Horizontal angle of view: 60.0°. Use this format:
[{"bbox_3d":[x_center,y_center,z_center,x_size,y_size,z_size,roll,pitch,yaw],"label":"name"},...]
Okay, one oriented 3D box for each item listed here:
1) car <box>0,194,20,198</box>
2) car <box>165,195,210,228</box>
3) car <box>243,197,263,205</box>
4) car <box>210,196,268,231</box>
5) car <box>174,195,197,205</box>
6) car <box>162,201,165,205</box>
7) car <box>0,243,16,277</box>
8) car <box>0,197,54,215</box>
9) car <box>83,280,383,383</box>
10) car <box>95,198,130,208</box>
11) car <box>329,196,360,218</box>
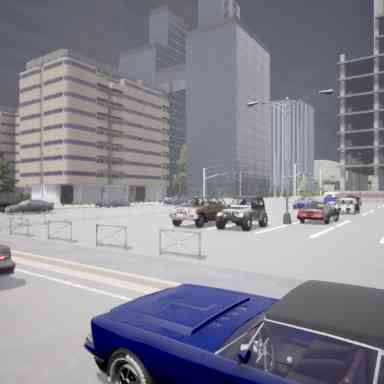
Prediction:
[{"bbox_3d":[-20.279,1.222,34.044,2.150,2.045,5.566,0,0,34],"label":"car"},{"bbox_3d":[0.626,1.153,20.959,1.932,1.855,4.605,0,0,34],"label":"car"},{"bbox_3d":[11.338,1.601,61.962,1.895,1.301,4.718,0,0,35],"label":"car"},{"bbox_3d":[2.993,1.156,19.293,1.905,1.878,3.866,0,0,34],"label":"car"},{"bbox_3d":[-1.229,1.418,62.248,2.097,1.767,4.553,0,0,34],"label":"car"},{"bbox_3d":[-2.541,1.547,54.128,2.033,1.411,5.357,0,0,34],"label":"car"},{"bbox_3d":[-6.743,1.547,8.721,5.357,1.411,2.033,0,0,35],"label":"car"},{"bbox_3d":[-16.333,1.526,33.604,1.812,1.442,4.674,0,0,34],"label":"car"},{"bbox_3d":[1.101,1.601,3.204,4.718,1.301,1.895,0,0,35],"label":"car"},{"bbox_3d":[-11.254,1.547,47.486,2.033,1.411,5.357,0,0,34],"label":"car"},{"bbox_3d":[15.019,1.395,32.246,1.970,1.475,3.806,0,0,34],"label":"car"}]
